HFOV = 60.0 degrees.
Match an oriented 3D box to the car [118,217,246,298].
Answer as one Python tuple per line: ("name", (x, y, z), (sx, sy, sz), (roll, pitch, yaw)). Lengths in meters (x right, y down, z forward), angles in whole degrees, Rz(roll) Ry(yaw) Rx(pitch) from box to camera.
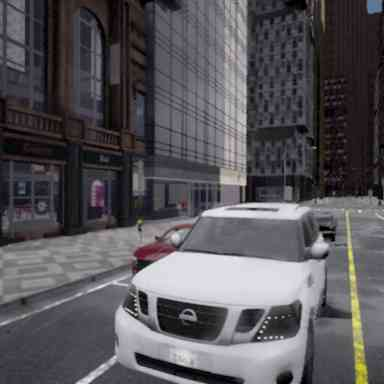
("car", (0.034, 1.593, 9.585), (1.887, 1.381, 4.507), (0, 0, 25))

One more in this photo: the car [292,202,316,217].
("car", (11.882, 1.800, 35.225), (1.947, 1.339, 4.313), (0, 0, 25))

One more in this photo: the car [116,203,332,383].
("car", (1.077, 1.257, 5.703), (2.150, 2.045, 5.566), (0, 0, 25))

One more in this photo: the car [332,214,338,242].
("car", (6.573, 1.728, 17.366), (1.895, 1.301, 4.718), (0, 0, 25))

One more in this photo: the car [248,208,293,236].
("car", (4.773, 1.709, 19.841), (1.802, 1.307, 4.206), (0, 0, 25))
